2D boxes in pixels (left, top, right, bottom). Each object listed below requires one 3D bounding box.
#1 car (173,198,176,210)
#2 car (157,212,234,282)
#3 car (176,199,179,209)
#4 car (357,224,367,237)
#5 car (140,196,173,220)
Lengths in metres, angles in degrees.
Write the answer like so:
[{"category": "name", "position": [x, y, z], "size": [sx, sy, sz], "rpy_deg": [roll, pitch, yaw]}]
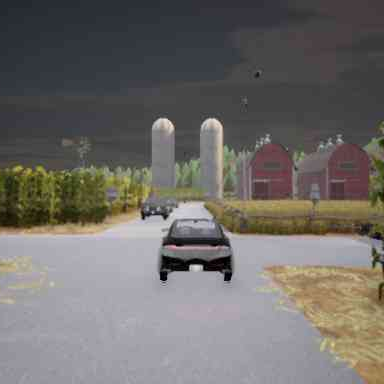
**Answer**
[{"category": "car", "position": [-3.195, 1.751, 39.564], "size": [1.812, 1.442, 4.674], "rpy_deg": [0, 0, 0]}, {"category": "car", "position": [0.100, 1.521, 9.773], "size": [2.128, 1.511, 4.902], "rpy_deg": [0, -1, 0]}, {"category": "car", "position": [-3.163, 1.655, 51.386], "size": [2.097, 1.767, 4.553], "rpy_deg": [0, 0, 0]}, {"category": "car", "position": [11.045, 1.748, 16.078], "size": [5.357, 1.411, 2.033], "rpy_deg": [0, 0, 0]}, {"category": "car", "position": [-3.196, 1.353, 29.815], "size": [2.150, 2.045, 5.566], "rpy_deg": [0, -1, 0]}]
